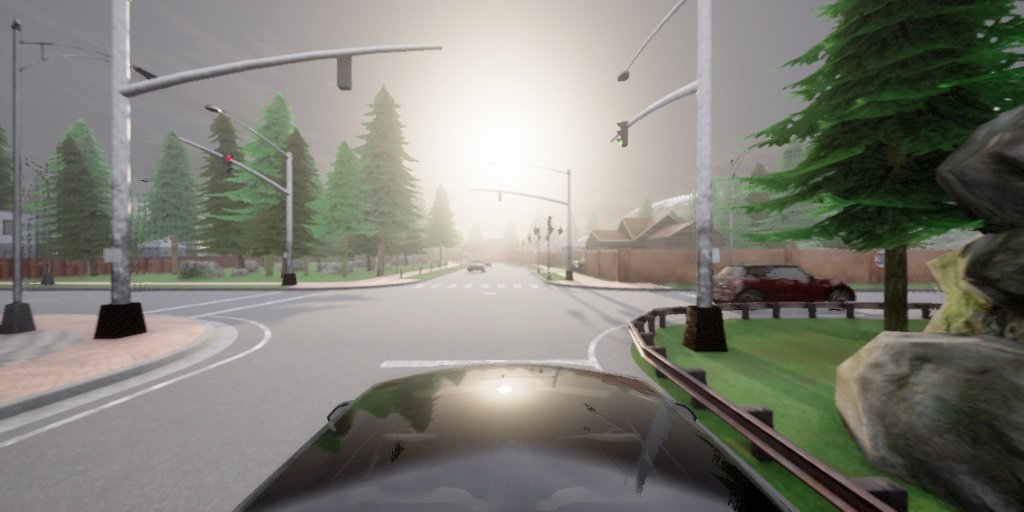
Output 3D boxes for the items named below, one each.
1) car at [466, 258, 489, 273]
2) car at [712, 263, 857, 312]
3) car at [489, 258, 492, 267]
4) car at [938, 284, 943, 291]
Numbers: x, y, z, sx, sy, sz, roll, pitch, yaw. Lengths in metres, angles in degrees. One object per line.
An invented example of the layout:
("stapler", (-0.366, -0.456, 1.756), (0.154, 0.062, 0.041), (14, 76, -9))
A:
("car", (-4.096, 1.127, 41.560), (1.837, 1.490, 4.892), (0, 0, 0))
("car", (10.004, 1.057, 13.475), (4.553, 1.767, 2.097), (0, 0, 1))
("car", (-4.332, 1.085, 58.662), (1.837, 1.490, 4.892), (0, 0, -2))
("car", (23.212, 1.188, 16.899), (4.902, 1.511, 2.128), (0, 0, 1))
